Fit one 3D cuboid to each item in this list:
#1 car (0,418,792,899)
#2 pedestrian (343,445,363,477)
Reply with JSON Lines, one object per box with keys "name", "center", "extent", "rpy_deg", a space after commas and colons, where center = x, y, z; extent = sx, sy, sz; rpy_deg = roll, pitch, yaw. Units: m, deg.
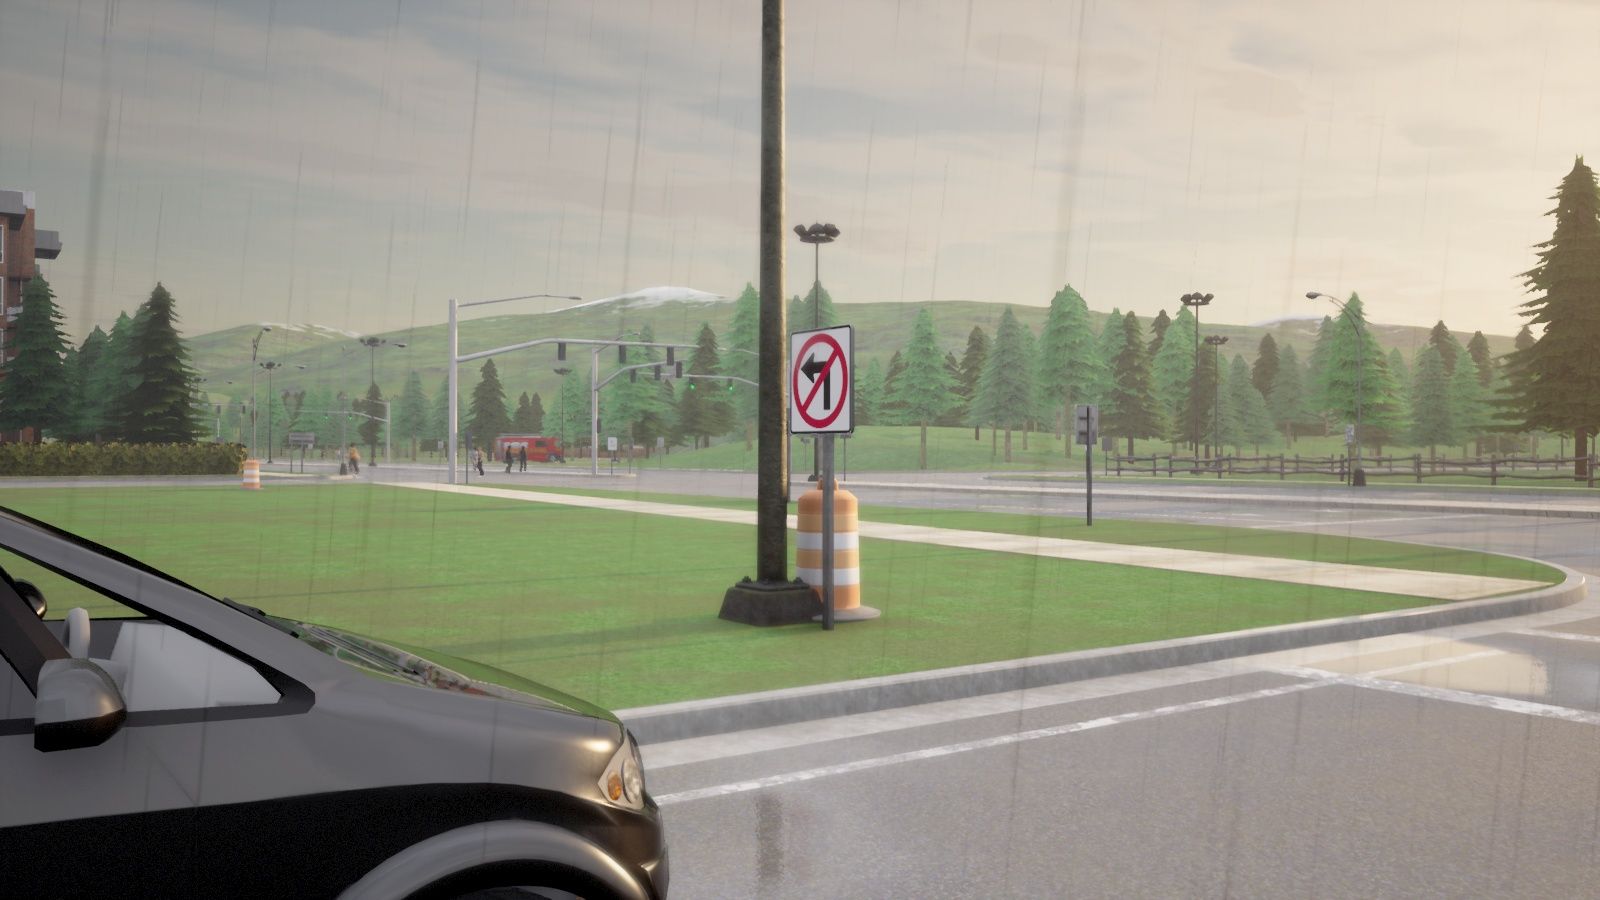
{"name": "car", "center": [-2.049, 0.733, 2.232], "extent": [3.705, 1.549, 1.789], "rpy_deg": [0, 0, -35]}
{"name": "pedestrian", "center": [-26.071, 0.617, 73.262], "extent": [0.900, 1.855, 0.874], "rpy_deg": [0, 0, -37]}
